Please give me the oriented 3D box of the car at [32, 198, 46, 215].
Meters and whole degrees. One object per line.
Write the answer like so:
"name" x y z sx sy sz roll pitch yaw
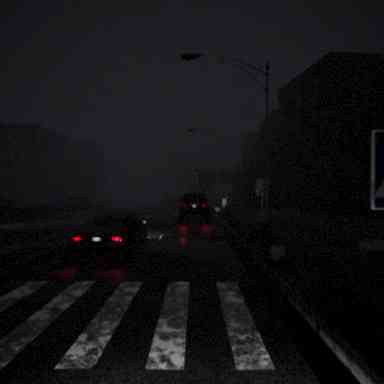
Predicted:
"car" -15.999 1.366 29.433 4.792 1.488 2.163 0 0 0

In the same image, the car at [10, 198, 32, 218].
"car" -16.020 1.338 26.678 5.008 1.535 2.097 0 0 0

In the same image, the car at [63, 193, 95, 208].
"car" -16.128 1.135 43.215 5.566 2.045 2.435 0 0 0

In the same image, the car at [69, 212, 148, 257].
"car" -2.883 1.461 12.577 2.033 1.411 5.357 0 0 0

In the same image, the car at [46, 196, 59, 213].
"car" -16.049 1.341 32.189 4.892 1.521 2.231 0 0 0

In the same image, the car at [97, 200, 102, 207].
"car" -16.130 1.471 48.724 4.674 1.452 2.002 0 0 0

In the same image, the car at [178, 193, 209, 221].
"car" 0.148 1.059 25.522 2.150 2.045 5.566 0 0 0

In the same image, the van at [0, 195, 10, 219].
"van" -16.116 1.116 24.042 4.442 1.987 1.878 0 0 0

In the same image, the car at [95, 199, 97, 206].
"car" -16.081 1.281 45.970 4.553 1.767 2.185 0 0 0

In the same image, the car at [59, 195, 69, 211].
"car" -16.062 1.347 34.945 4.892 1.521 2.231 0 0 0

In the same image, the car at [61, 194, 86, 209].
"car" -16.089 1.369 40.458 5.008 1.535 2.097 0 0 0

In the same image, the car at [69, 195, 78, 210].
"car" -16.066 1.355 37.702 5.008 1.535 2.097 0 0 0

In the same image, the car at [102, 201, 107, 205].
"car" -15.955 1.456 51.483 5.366 1.575 1.946 0 -1 0
